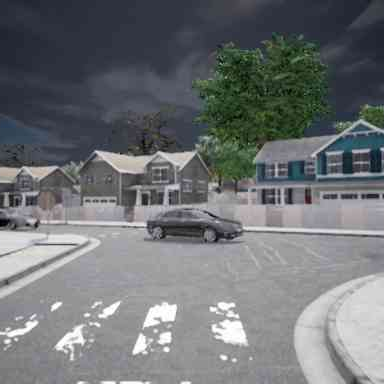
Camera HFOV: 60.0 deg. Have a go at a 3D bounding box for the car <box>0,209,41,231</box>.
[{"bbox_3d":[-13.030,1.981,24.104,4.902,1.511,2.128,-2,-2,32],"label":"car"}]

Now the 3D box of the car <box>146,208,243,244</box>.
[{"bbox_3d":[0.029,1.525,15.730,4.892,1.490,1.837,-3,-3,34],"label":"car"}]
